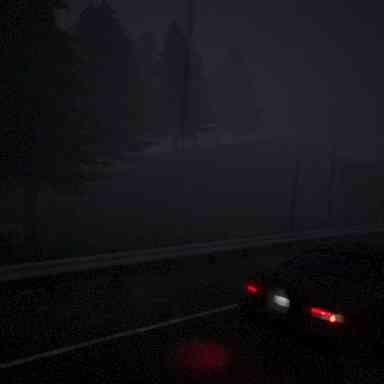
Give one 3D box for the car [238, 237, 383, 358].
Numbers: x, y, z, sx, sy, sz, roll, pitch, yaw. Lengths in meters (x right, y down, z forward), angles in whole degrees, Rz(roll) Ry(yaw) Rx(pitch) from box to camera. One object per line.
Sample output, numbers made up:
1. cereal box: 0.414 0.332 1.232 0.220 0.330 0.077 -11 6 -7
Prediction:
1. car: 3.309 1.546 5.965 5.357 1.411 2.033 0 0 -34
